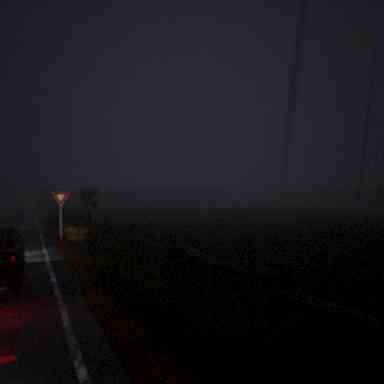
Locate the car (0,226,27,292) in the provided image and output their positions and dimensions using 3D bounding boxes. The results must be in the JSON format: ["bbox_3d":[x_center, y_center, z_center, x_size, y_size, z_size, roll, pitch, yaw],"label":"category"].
[{"bbox_3d":[-5.563,1.635,8.897,1.882,1.535,5.008,0,-1,-26],"label":"car"}]
